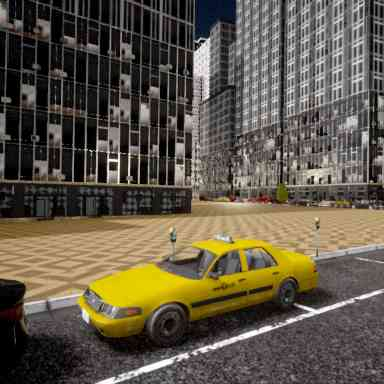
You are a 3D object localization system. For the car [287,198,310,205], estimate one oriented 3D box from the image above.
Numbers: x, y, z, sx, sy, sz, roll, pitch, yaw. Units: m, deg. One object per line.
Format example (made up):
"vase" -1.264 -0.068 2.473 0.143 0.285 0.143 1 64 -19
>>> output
"car" 21.444 1.929 66.885 2.008 1.369 4.403 1 -1 -22

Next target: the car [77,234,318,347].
"car" 0.401 1.528 6.315 4.829 1.417 1.752 0 1 -35

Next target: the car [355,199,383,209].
"car" 27.770 1.835 51.340 2.008 1.369 4.403 1 -1 -22

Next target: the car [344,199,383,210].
"car" 22.584 1.655 43.179 2.008 1.369 4.403 1 -1 -22

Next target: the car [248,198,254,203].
"car" 15.117 2.054 82.431 1.802 1.307 4.206 1 -1 -22

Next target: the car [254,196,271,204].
"car" 17.230 1.756 77.252 2.192 1.841 5.009 1 -1 -22

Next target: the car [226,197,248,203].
"car" 9.939 1.732 74.258 1.967 1.590 4.097 1 -1 -22

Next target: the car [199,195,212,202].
"car" 3.618 1.701 89.797 2.192 1.841 5.009 1 -1 -22

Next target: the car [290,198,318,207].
"car" 18.369 1.717 53.538 2.008 1.369 4.403 1 -1 -22

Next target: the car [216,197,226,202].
"car" 7.895 1.848 79.279 1.752 1.417 4.829 1 -1 -22

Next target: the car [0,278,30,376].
"car" -3.964 1.565 3.258 4.313 1.339 1.947 0 1 -36

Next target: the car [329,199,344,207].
"car" 25.597 1.842 56.679 1.752 1.417 4.829 1 -1 -22

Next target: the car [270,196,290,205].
"car" 16.263 1.638 58.719 1.967 1.590 4.097 1 -1 -22
